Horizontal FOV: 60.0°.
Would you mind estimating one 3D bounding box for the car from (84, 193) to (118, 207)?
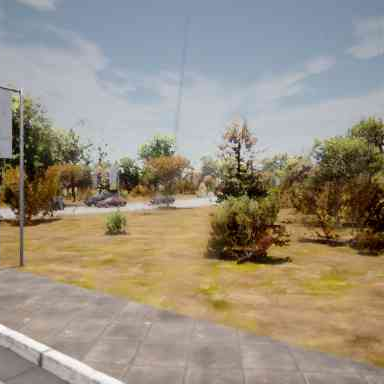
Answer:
[{"bbox_3d":[-13.579,1.153,50.657,2.150,2.045,5.566,0,1,39],"label":"car"}]

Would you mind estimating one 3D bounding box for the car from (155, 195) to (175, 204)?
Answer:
[{"bbox_3d":[-4.933,1.302,55.817,2.128,1.511,4.902,0,1,39],"label":"car"}]

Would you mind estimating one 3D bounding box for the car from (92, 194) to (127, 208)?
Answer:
[{"bbox_3d":[-11.451,1.466,47.708,1.812,1.442,4.674,0,0,38],"label":"car"}]

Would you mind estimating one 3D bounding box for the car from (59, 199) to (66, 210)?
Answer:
[{"bbox_3d":[-17.695,1.347,39.941,2.097,1.767,4.553,0,0,39],"label":"car"}]
